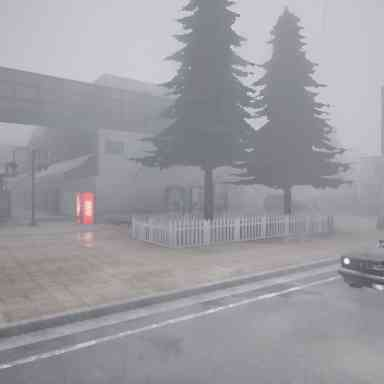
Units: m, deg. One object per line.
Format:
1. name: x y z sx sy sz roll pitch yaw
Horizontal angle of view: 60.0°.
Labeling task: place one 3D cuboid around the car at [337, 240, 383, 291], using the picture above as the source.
1. car: 5.556 1.601 7.959 4.718 1.301 1.895 0 0 -36

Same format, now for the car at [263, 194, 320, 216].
1. car: 9.172 1.206 31.157 2.150 2.045 5.566 0 0 -34
